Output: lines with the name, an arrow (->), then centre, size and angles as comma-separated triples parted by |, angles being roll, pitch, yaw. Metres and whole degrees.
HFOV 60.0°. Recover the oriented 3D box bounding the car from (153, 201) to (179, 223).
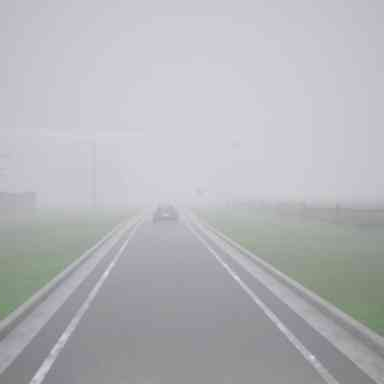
car -> -2.082, 1.649, 26.325 | 1.994, 1.385, 4.181 | -1, 0, -4
